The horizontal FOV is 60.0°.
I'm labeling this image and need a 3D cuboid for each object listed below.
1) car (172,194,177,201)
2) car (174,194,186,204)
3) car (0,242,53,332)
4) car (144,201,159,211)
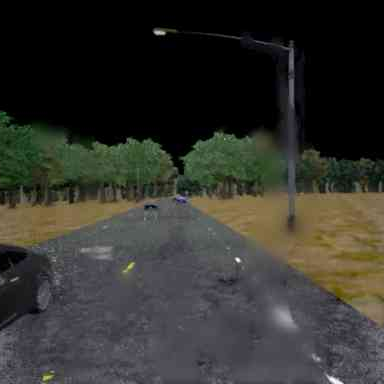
[{"bbox_3d":[-4.535,1.749,91.180,1.895,1.301,4.718,0,0,-1],"label":"car"},{"bbox_3d":[-2.308,1.788,72.397,1.882,1.535,5.008,0,0,-3],"label":"car"},{"bbox_3d":[-3.675,1.559,5.001,1.812,1.442,4.674,0,0,-1],"label":"car"},{"bbox_3d":[-5.637,1.893,46.470,1.895,1.301,4.718,0,0,-3],"label":"car"}]
